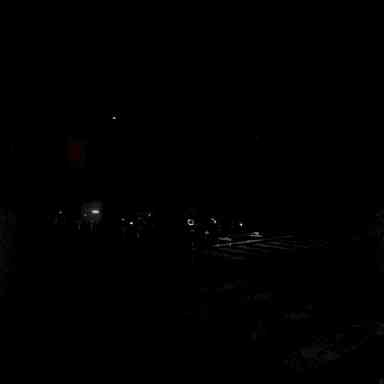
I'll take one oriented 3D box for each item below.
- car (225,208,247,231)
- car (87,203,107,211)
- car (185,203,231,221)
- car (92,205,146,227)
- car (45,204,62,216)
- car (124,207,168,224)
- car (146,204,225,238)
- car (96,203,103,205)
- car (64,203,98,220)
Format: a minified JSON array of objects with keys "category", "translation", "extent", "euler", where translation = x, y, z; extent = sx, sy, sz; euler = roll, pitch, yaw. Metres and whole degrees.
[{"category":"car","translation":[1.571,1.801,22.235],"extent":[1.837,1.490,4.892],"euler":[0,-1,-36]},{"category":"car","translation":[-16.935,2.657,58.984],"extent":[1.895,1.301,4.718],"euler":[0,-1,-36]},{"category":"car","translation":[1.545,1.935,33.617],"extent":[1.882,1.535,5.008],"euler":[0,-1,-36]},{"category":"car","translation":[-6.108,2.009,27.255],"extent":[2.033,1.411,5.357],"euler":[0,-1,-35]},{"category":"car","translation":[-17.768,2.332,43.309],"extent":[2.128,1.511,4.902],"euler":[0,-1,-36]},{"category":"car","translation":[-4.257,2.082,30.227],"extent":[1.895,1.301,4.718],"euler":[0,-1,-36]},{"category":"car","translation":[-0.532,1.637,19.600],"extent":[2.097,1.767,4.553],"euler":[0,-1,-36]},{"category":"car","translation":[-10.476,2.230,38.767],"extent":[2.033,1.411,5.357],"euler":[0,-1,-36]},{"category":"car","translation":[-11.942,2.214,35.269],"extent":[1.994,1.385,4.181],"euler":[0,-1,-36]}]
